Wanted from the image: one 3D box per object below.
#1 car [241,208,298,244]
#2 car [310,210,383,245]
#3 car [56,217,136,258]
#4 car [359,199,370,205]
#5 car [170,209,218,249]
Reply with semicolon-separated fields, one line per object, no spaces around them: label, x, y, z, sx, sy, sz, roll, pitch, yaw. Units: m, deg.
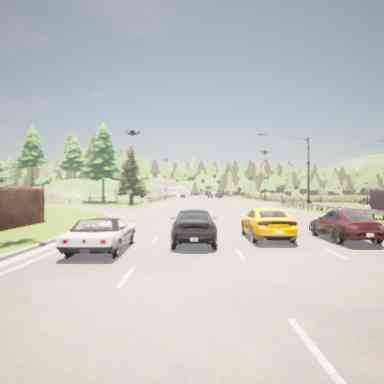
car;3.588;1.504;16.116;1.882;1.535;5.008;0;0;0
car;7.087;1.551;15.517;1.812;1.442;4.674;0;0;0
car;-3.427;1.622;12.865;1.895;1.301;4.718;0;0;0
car;30.474;1.654;56.018;4.181;1.385;1.994;0;0;28
car;0.085;1.529;14.787;1.837;1.490;4.892;0;0;0
